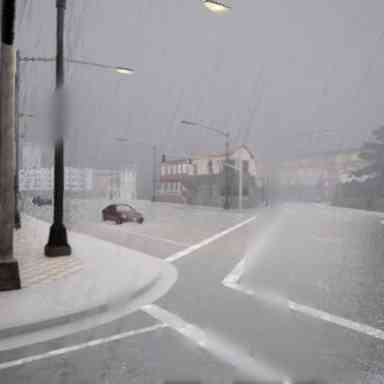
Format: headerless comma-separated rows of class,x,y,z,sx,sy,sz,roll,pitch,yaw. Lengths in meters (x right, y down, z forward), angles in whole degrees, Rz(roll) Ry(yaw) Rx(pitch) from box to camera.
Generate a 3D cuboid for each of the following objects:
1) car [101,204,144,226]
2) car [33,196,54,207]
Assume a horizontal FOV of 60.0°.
car,-5.244,1.614,24.646,1.812,1.442,4.674,1,0,-36
car,-20.385,1.193,45.566,2.033,1.411,5.357,1,1,-36
